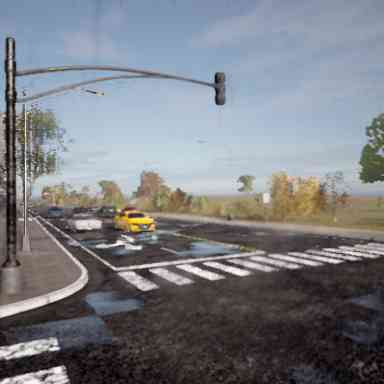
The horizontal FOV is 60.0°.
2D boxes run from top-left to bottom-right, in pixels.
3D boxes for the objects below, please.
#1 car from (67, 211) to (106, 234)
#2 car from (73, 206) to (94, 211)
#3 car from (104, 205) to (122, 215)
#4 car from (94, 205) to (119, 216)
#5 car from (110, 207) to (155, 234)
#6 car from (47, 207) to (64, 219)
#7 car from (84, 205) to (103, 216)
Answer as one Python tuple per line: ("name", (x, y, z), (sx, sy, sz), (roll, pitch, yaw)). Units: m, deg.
("car", (-8.310, 2.375, 25.524), (1.895, 1.301, 4.718), (0, -1, -28))
("car", (-15.399, 2.826, 46.171), (1.837, 1.490, 4.892), (0, -2, -27))
("car", (-13.545, 2.991, 56.714), (1.882, 1.535, 5.008), (0, -1, -28))
("car", (-11.769, 2.619, 46.442), (2.097, 1.767, 4.553), (0, -1, -27))
("car", (-4.397, 2.180, 25.059), (1.882, 1.535, 5.008), (0, -1, -28))
("car", (-18.878, 2.845, 45.841), (1.882, 1.535, 5.008), (0, -2, -27))
("car", (-16.423, 3.019, 55.204), (2.128, 1.511, 4.902), (0, -1, -28))
